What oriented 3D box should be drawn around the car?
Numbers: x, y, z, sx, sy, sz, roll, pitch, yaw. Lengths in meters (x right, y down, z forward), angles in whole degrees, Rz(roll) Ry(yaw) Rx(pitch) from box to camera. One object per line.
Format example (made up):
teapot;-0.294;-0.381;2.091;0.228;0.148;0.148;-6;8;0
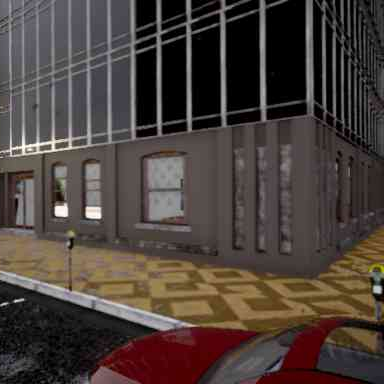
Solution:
car;0.988;1.581;2.179;4.206;1.307;1.802;0;0;35
